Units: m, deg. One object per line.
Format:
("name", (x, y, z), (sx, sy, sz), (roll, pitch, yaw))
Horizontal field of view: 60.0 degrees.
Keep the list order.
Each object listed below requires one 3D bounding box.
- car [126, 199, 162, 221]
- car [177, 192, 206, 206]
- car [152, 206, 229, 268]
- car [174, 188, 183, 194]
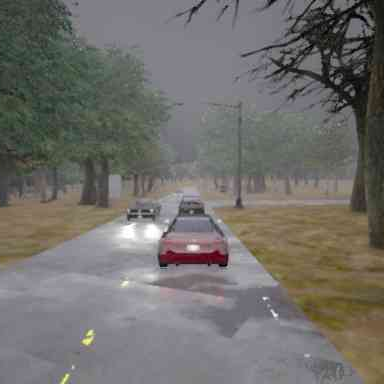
("car", (-3.167, 1.166, 22.466), (1.895, 1.301, 4.718), (0, 1, 0))
("car", (-0.028, 1.020, 24.920), (1.837, 1.490, 4.892), (0, 1, 0))
("car", (0.034, 1.363, 10.552), (1.994, 1.385, 4.181), (0, 1, 0))
("car", (-3.317, -0.234, 81.294), (1.994, 1.385, 4.181), (0, 2, 0))
